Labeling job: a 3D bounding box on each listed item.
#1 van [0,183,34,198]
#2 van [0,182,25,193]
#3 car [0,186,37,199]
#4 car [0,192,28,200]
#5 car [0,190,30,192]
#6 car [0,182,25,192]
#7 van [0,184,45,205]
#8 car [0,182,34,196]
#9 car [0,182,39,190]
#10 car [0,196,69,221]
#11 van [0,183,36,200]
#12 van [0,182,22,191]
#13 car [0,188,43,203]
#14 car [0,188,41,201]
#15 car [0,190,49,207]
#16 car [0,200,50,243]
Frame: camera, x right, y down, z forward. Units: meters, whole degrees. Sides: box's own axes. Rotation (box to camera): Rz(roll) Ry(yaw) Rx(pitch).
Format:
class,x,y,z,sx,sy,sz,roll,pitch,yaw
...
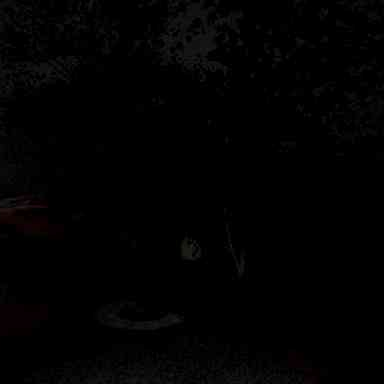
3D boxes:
class,x,y,z,sx,sy,sz,roll,pitch,yaw
van,-24.554,-0.236,46.329,4.442,1.987,1.878,1,1,-30
van,-34.269,-0.845,63.245,4.442,1.987,1.878,1,1,-30
car,-23.278,0.075,43.877,5.008,1.535,2.097,1,1,-30
car,-8.156,1.101,17.597,4.553,1.767,2.185,1,2,-30
car,-12.421,0.893,24.586,5.366,1.575,1.946,1,2,-30
car,-38.531,-1.132,70.375,5.566,2.045,2.435,1,1,-30
van,-17.725,0.231,34.439,4.442,1.987,1.878,1,2,-30
car,-27.436,-0.436,51.058,5.566,2.045,2.435,1,1,-30
car,-14.983,0.428,29.486,5.566,2.045,2.435,1,2,-30
car,-10.885,1.050,22.278,4.674,1.452,2.002,1,2,-30
van,-21.983,-0.063,41.401,4.442,1.987,1.878,1,1,-30
van,-39.785,-1.190,72.849,4.442,1.987,1.878,1,1,-30
car,-19.189,0.380,36.803,4.792,1.488,2.163,1,2,-30
car,-20.502,0.286,39.090,4.792,1.488,2.163,1,1,-30
car,-16.419,0.597,31.865,4.792,1.488,2.163,1,2,-30
car,-6.813,1.336,15.181,5.008,1.535,2.097,1,2,-30
